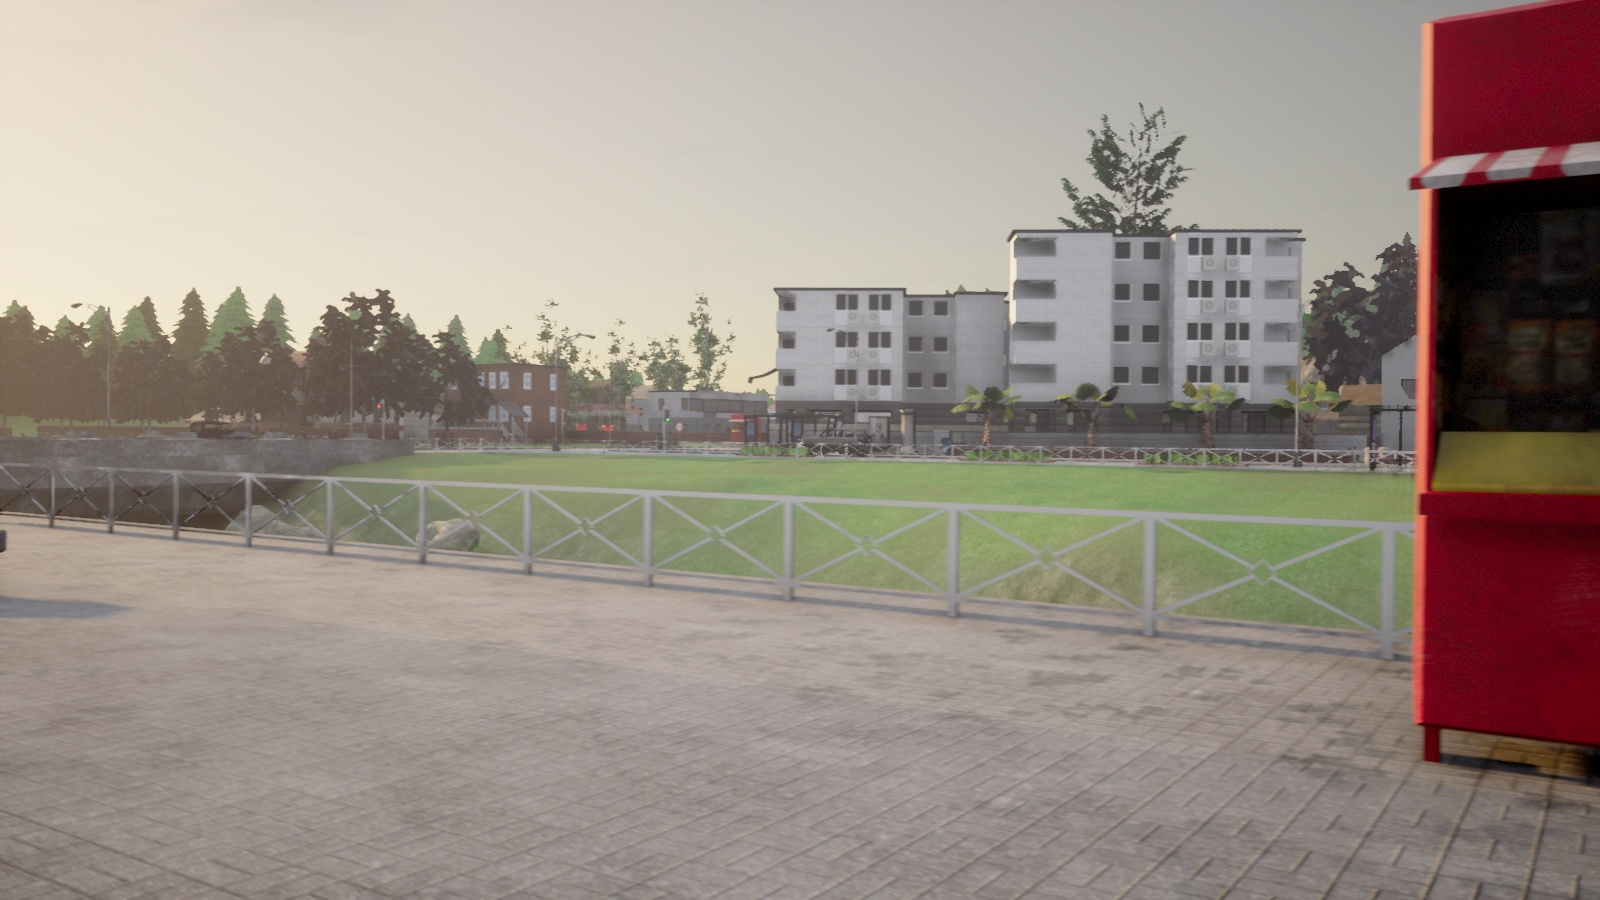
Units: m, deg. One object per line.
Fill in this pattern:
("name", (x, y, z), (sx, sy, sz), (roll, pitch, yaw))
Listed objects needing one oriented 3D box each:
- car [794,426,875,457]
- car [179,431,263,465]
("car", (2.105, -0.520, 76.905), (4.605, 1.855, 1.932), (0, 1, 34))
("car", (-32.740, -0.145, 71.038), (1.905, 1.878, 3.866), (0, 1, 33))
